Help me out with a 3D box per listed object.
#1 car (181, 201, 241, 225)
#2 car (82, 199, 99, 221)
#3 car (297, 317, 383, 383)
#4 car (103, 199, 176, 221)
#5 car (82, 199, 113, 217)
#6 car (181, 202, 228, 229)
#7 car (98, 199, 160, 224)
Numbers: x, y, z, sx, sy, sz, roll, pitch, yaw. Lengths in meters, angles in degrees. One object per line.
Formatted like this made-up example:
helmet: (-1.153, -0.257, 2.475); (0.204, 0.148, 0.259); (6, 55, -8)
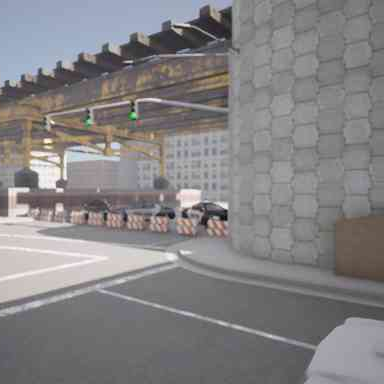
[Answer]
car: (1.074, 1.250, 21.002); (1.853, 1.218, 4.536); (0, 0, -25)
car: (-7.380, 1.368, 26.275); (2.038, 1.542, 4.974); (0, 0, -10)
car: (3.012, 1.607, 1.822); (4.718, 1.301, 1.895); (0, 0, 36)
car: (-3.627, 1.229, 23.529); (4.536, 1.218, 1.853); (0, 0, 0)
car: (-7.389, 1.211, 26.326); (1.853, 1.218, 4.536); (0, 0, -10)
car: (1.095, 1.408, 20.955); (2.038, 1.542, 4.974); (0, 0, -25)
car: (-3.680, 1.387, 23.530); (4.974, 1.542, 2.038); (0, 0, 0)
